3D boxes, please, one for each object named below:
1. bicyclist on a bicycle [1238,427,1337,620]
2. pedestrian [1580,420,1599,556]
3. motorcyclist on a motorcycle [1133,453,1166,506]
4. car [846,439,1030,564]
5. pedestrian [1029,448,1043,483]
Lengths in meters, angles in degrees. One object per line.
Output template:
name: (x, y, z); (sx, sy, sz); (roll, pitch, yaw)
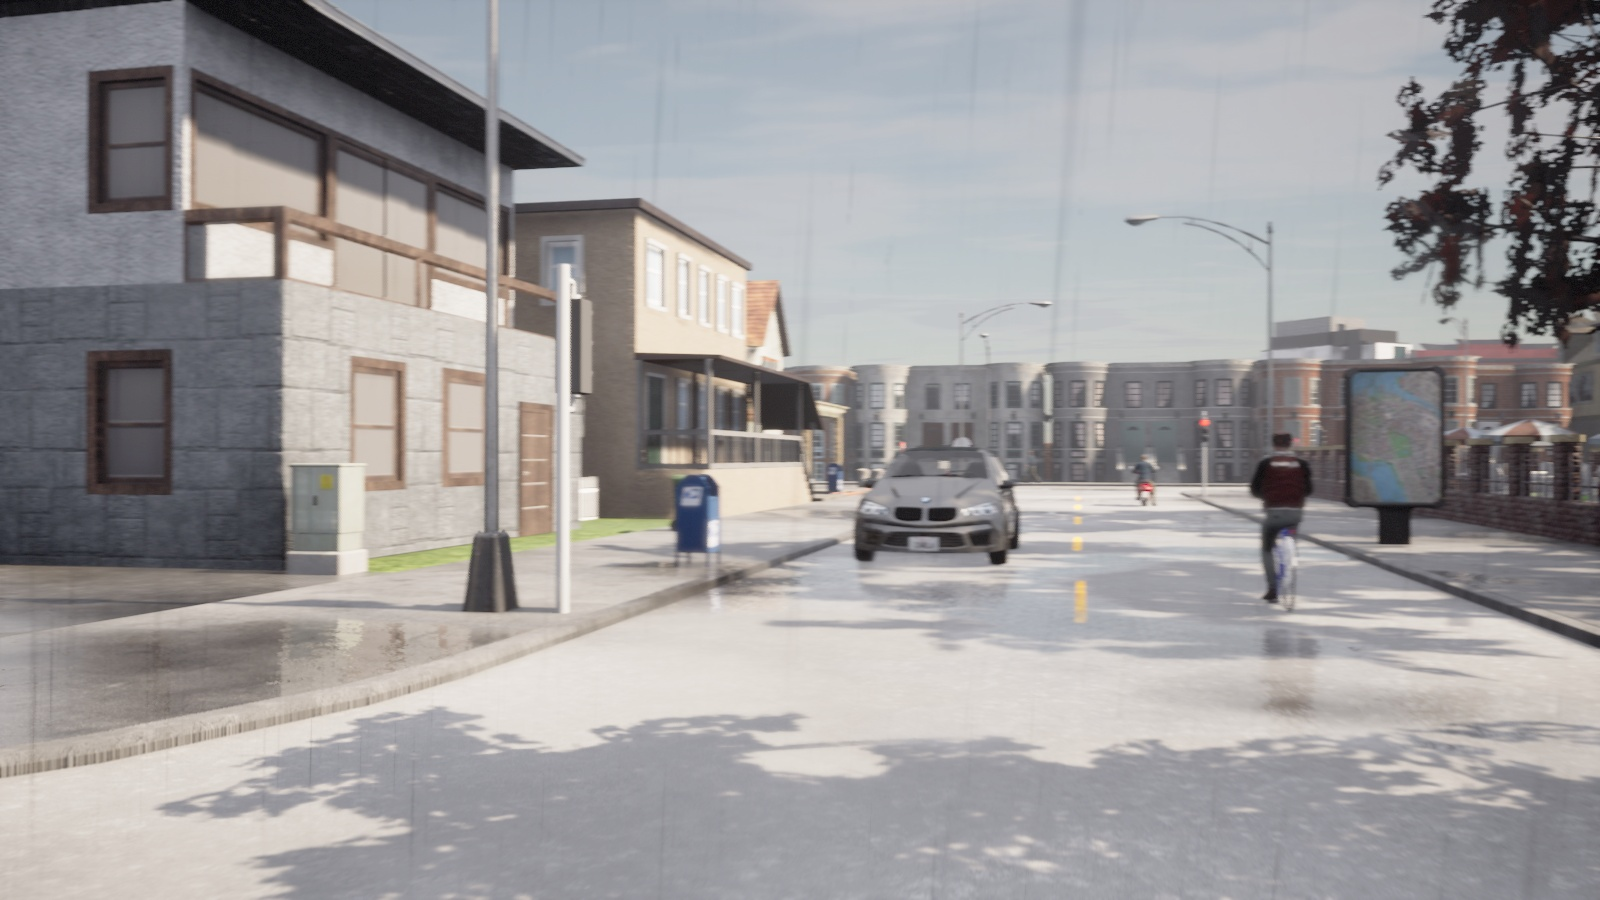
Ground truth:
bicyclist on a bicycle: (4.822, 0.677, 12.518); (0.659, 1.776, 1.843); (0, 0, 13)
pedestrian: (11.384, 0.522, 17.270); (0.874, 1.855, 0.900); (0, 0, 13)
motorcyclist on a motorcycle: (10.767, 0.900, 38.715); (0.866, 1.590, 1.817); (0, 0, 13)
car: (2.257, 0.701, 19.225); (2.242, 1.667, 4.611); (0, 0, 13)
pedestrian: (12.716, 0.828, 67.637); (0.726, 1.842, 0.402); (0, 0, 17)
